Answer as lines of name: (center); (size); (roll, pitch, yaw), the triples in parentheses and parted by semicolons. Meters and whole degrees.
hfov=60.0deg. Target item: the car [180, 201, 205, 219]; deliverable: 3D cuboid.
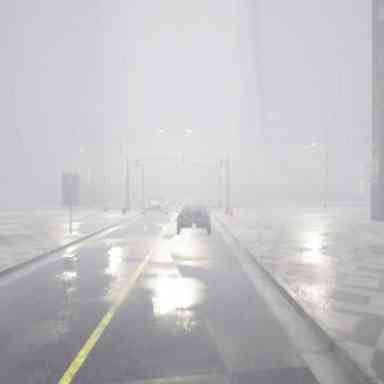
car: (0.051, 1.519, 28.966); (1.994, 1.385, 4.181); (0, 0, 1)

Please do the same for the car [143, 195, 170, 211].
car: (-3.011, 0.965, 28.637); (2.097, 1.767, 4.553); (0, 0, 0)

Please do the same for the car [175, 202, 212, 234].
car: (0.094, 1.472, 18.935); (1.837, 1.490, 4.892); (0, -1, 0)
